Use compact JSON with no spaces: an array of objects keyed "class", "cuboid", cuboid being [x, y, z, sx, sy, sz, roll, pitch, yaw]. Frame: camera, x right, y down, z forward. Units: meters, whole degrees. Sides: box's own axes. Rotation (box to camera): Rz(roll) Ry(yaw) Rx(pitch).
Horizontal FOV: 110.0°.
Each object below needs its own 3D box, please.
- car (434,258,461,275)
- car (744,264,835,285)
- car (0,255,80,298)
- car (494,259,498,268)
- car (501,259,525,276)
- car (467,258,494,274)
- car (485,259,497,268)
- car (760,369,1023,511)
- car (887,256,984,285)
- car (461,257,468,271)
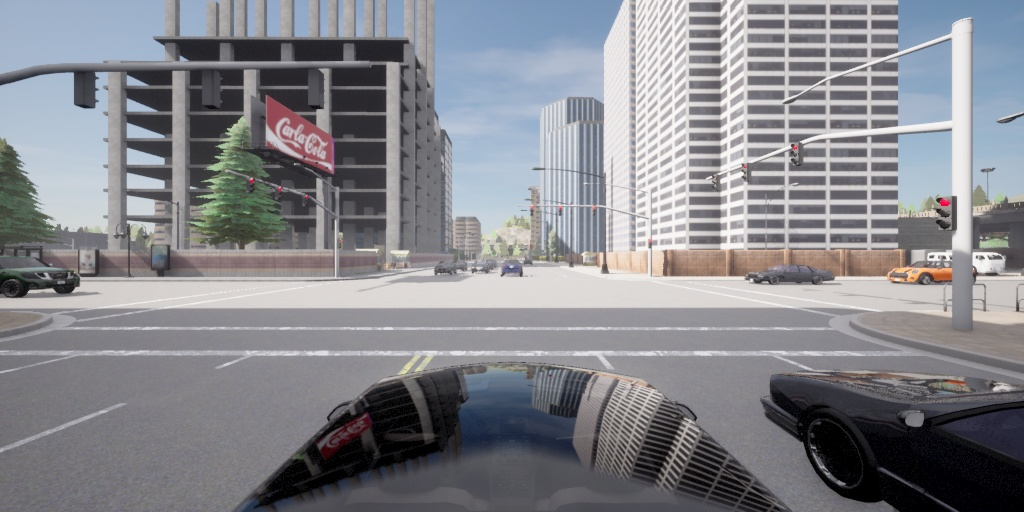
[{"class":"car","cuboid":[-7.102,1.255,38.705,1.837,1.490,4.892,0,0,0]},{"class":"car","cuboid":[19.635,1.297,25.427,5.357,1.411,2.033,0,0,0]},{"class":"car","cuboid":[-25.340,0.971,17.984,5.566,2.045,2.150,0,0,1]},{"class":"car","cuboid":[-3.601,1.241,51.773,2.128,1.511,4.902,0,0,0]},{"class":"car","cuboid":[0.025,1.102,37.442,2.097,1.767,4.553,0,0,1]},{"class":"car","cuboid":[-3.603,1.241,41.706,2.128,1.511,4.902,0,0,0]},{"class":"car","cuboid":[-3.574,1.255,62.158,1.837,1.490,4.892,0,0,0]},{"class":"car","cuboid":[3.597,1.297,1.372,2.033,1.411,5.357,0,0,0]},{"class":"car","cuboid":[29.643,1.102,25.453,4.553,1.767,2.097,0,0,1]},{"class":"car","cuboid":[-7.102,1.255,48.118,1.837,1.490,4.892,0,0,0]}]
